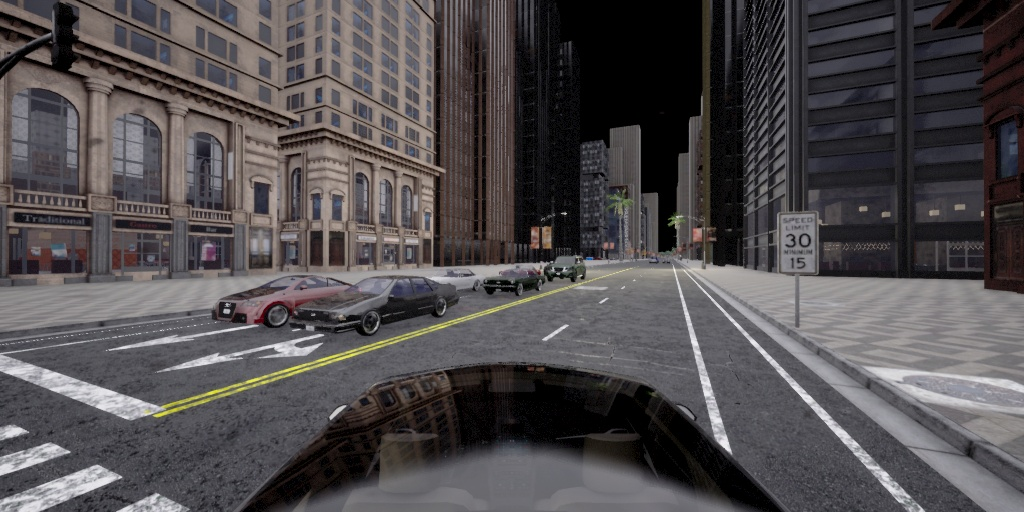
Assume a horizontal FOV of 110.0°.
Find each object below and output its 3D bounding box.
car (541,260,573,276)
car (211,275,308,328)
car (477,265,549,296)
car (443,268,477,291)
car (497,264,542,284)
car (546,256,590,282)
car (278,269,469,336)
[{"bbox_3d":[4.847,1.252,37.947,1.882,1.535,5.008,0,0,24],"label":"car"},{"bbox_3d":[-6.899,1.316,11.510,1.994,1.385,4.181,0,0,24],"label":"car"},{"bbox_3d":[0.231,1.358,19.594,1.895,1.301,4.718,0,0,24],"label":"car"},{"bbox_3d":[-3.356,1.357,19.523,1.895,1.301,4.718,0,0,24],"label":"car"},{"bbox_3d":[0.679,1.365,28.631,1.895,1.301,4.718,0,0,24],"label":"car"},{"bbox_3d":[4.566,0.987,29.373,2.150,2.045,5.566,0,0,24],"label":"car"},{"bbox_3d":[-3.652,1.299,10.826,2.033,1.411,5.357,0,0,24],"label":"car"}]
